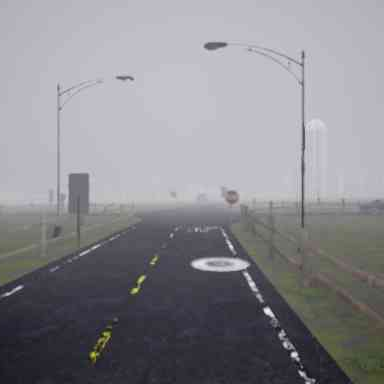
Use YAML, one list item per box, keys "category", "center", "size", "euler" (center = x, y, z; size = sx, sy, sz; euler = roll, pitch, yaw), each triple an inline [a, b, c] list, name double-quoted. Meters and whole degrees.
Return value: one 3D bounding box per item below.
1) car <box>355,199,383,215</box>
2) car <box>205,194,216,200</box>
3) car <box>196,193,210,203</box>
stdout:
- category: "car"
  center: [16.375, 1.234, 27.838]
  size: [4.718, 1.301, 1.895]
  euler: [-1, -1, 14]
- category: "car"
  center: [4.707, 1.167, 84.986]
  size: [2.128, 1.511, 4.902]
  euler: [0, 0, 10]
- category: "car"
  center: [2.244, 1.148, 69.432]
  size: [2.150, 2.045, 5.566]
  euler: [0, 0, 8]
